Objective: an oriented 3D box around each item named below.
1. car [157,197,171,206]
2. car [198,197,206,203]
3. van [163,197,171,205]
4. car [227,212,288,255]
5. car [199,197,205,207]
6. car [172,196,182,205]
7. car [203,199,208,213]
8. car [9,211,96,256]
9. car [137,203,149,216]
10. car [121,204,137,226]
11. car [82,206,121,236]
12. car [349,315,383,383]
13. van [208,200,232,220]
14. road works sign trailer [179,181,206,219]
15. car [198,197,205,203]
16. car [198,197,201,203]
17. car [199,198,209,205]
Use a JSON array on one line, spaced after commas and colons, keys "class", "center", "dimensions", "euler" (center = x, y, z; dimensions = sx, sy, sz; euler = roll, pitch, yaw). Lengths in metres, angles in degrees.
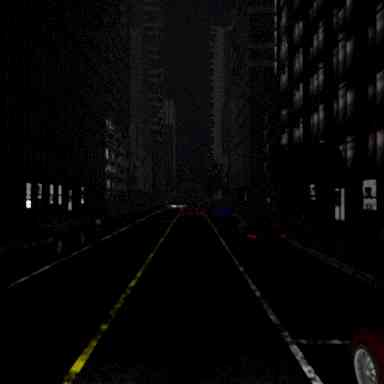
[{"class": "car", "center": [-5.708, 2.085, 64.847], "dimensions": [2.008, 1.369, 4.403], "euler": [0, 0, 0]}, {"class": "car", "center": [2.667, 2.132, 87.616], "dimensions": [1.967, 1.590, 4.097], "euler": [0, 0, 0]}, {"class": "van", "center": [-5.711, 1.958, 76.233], "dimensions": [1.690, 1.788, 3.998], "euler": [0, 0, 0]}, {"class": "car", "center": [2.686, 1.705, 13.616], "dimensions": [1.802, 1.307, 4.206], "euler": [0, 0, 0]}, {"class": "car", "center": [2.674, 2.073, 59.153], "dimensions": [1.802, 1.307, 4.206], "euler": [0, 0, 0]}, {"class": "car", "center": [-3.019, 1.807, 71.666], "dimensions": [2.150, 2.045, 5.566], "euler": [0, 0, 0]}, {"class": "car", "center": [2.678, 1.936, 42.076], "dimensions": [1.802, 1.307, 4.206], "euler": [0, 0, 0]}, {"class": "car", "center": [-5.695, 1.674, 13.615], "dimensions": [2.008, 1.369, 4.403], "euler": [0, -1, 0]}, {"class": "car", "center": [-5.701, 1.890, 36.384], "dimensions": [1.802, 1.307, 4.206], "euler": [0, 0, 0]}, {"class": "car", "center": [-5.698, 1.767, 25.000], "dimensions": [2.008, 1.369, 4.403], "euler": [0, 0, 0]}, {"class": "car", "center": [-5.696, 1.611, 19.309], "dimensions": [1.967, 1.590, 4.097], "euler": [0, 0, 0]}, {"class": "car", "center": [2.689, 1.604, 2.228], "dimensions": [1.802, 1.307, 4.206], "euler": [0, -1, 0]}, {"class": "van", "center": [2.682, 1.603, 30.694], "dimensions": [1.690, 1.788, 3.998], "euler": [0, 0, 0]}, {"class": "road works sign trailer", "center": [-0.009, 0.735, 31.719], "dimensions": [2.380, 3.560, 2.880], "euler": [0, 0, 0]}, {"class": "car", "center": [2.665, 2.168, 93.307], "dimensions": [1.967, 1.590, 4.097], "euler": [0, 0, 0]}, {"class": "car", "center": [2.671, 2.128, 70.538], "dimensions": [2.008, 1.369, 4.403], "euler": [0, 0, 0]}, {"class": "car", "center": [2.669, 2.168, 76.230], "dimensions": [2.008, 1.369, 4.403], "euler": [0, 0, 0]}]
